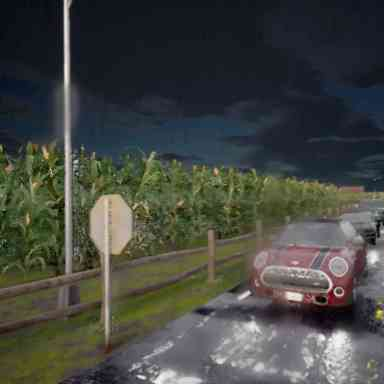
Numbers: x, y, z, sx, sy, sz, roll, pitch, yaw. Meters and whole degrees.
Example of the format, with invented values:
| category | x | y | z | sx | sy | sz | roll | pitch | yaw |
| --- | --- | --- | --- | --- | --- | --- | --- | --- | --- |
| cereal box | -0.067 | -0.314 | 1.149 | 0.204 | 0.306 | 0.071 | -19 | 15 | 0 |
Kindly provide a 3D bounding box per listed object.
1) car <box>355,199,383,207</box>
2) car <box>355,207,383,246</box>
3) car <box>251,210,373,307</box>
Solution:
| category | x | y | z | sx | sy | sz | roll | pitch | yaw |
| --- | --- | --- | --- | --- | --- | --- | --- | --- | --- |
| car | 14.492 | 1.587 | 26.695 | 2.150 | 2.045 | 5.566 | -2 | -2 | 32 |
| car | 8.529 | 1.728 | 17.102 | 1.882 | 1.535 | 5.008 | -2 | -2 | 32 |
| car | 3.188 | 1.500 | 8.517 | 2.097 | 1.767 | 4.553 | -2 | -2 | 32 |
